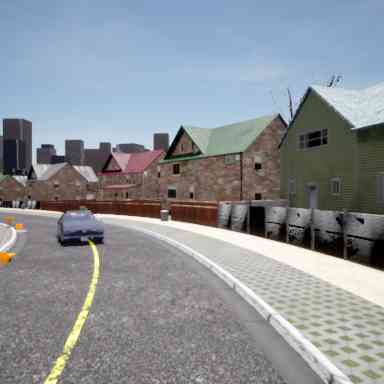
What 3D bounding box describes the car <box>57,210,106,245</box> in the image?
[{"bbox_3d":[-5.599,1.625,16.414,2.033,1.411,5.357,0,0,-24],"label":"car"}]
